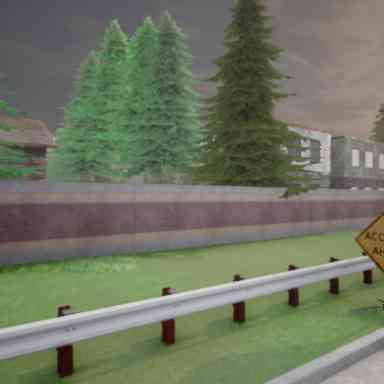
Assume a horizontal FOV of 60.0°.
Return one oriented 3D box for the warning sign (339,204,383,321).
[{"bbox_3d":[3.480,1.172,5.798,1.060,1.860,1.300,1,0,-35],"label":"warning sign"}]
